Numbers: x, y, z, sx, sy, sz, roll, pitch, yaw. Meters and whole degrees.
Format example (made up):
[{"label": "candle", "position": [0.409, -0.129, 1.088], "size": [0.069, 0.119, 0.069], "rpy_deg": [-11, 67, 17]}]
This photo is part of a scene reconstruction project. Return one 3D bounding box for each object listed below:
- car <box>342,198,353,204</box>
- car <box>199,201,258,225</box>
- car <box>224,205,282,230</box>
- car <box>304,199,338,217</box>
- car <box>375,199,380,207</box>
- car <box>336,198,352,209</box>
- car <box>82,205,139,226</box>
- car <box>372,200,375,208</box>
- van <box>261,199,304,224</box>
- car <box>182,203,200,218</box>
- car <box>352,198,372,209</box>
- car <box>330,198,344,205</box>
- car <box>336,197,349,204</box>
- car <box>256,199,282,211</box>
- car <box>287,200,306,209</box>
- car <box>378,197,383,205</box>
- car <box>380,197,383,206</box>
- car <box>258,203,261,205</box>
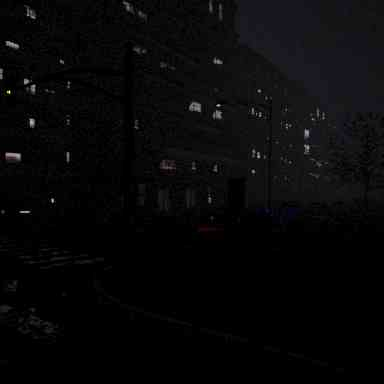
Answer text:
[{"label": "car", "position": [40.178, 2.219, 85.921], "size": [1.752, 1.417, 4.829], "rpy_deg": [1, 0, 36]}, {"label": "car", "position": [2.920, 1.704, 25.635], "size": [1.882, 1.535, 5.008], "rpy_deg": [1, 0, 36]}, {"label": "car", "position": [4.326, 1.826, 23.183], "size": [1.947, 1.339, 4.313], "rpy_deg": [1, 0, 36]}, {"label": "car", "position": [14.180, 1.837, 36.544], "size": [1.967, 1.590, 4.097], "rpy_deg": [1, 0, 36]}, {"label": "car", "position": [33.883, 2.103, 63.265], "size": [1.967, 1.590, 4.097], "rpy_deg": [1, 0, 36]}, {"label": "car", "position": [24.019, 2.063, 54.264], "size": [2.033, 1.411, 5.357], "rpy_deg": [1, 0, 37]}, {"label": "car", "position": [-5.697, 1.626, 23.710], "size": [2.008, 1.369, 4.403], "rpy_deg": [1, 0, 36]}, {"label": "car", "position": [30.597, 2.201, 58.810], "size": [1.802, 1.307, 4.206], "rpy_deg": [1, 0, 36]}, {"label": "van", "position": [7.613, 1.647, 27.637], "size": [1.690, 1.788, 3.998], "rpy_deg": [1, 0, 36]}, {"label": "car", "position": [0.871, 1.711, 32.616], "size": [1.887, 1.381, 4.507], "rpy_deg": [1, 0, 36]}, {"label": "car", "position": [27.317, 1.890, 54.358], "size": [2.192, 1.841, 5.009], "rpy_deg": [1, 0, 36]}, {"label": "car", "position": [33.710, 2.175, 77.151], "size": [1.947, 1.339, 4.313], "rpy_deg": [1, 0, 36]}, {"label": "car", "position": [36.996, 2.092, 81.605], "size": [1.967, 1.590, 4.097], "rpy_deg": [1, 0, 36]}, {"label": "car", "position": [10.724, 1.743, 45.977], "size": [1.967, 1.590, 4.097], "rpy_deg": [1, 0, 36]}, {"label": "car", "position": [17.291, 1.974, 54.884], "size": [1.802, 1.307, 4.206], "rpy_deg": [1, 0, 36]}, {"label": "car", "position": [47.021, 2.149, 81.079], "size": [2.192, 1.841, 5.009], "rpy_deg": [1, 0, 36]}, {"label": "car", "position": [37.166, 2.251, 67.717], "size": [1.887, 1.381, 4.507], "rpy_deg": [1, 0, 36]}, {"label": "car", "position": [7.439, 1.839, 41.524], "size": [1.802, 1.307, 4.206], "rpy_deg": [1, 0, 36]}]
